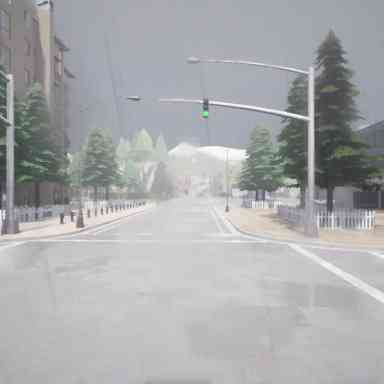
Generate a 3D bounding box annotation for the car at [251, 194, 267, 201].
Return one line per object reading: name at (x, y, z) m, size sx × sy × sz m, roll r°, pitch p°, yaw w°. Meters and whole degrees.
car at (15.768, 1.408, 78.591) m, size 1.845 × 1.501 × 3.633 m, roll 0°, pitch 0°, yaw 2°

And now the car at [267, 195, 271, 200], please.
car at (19.048, 1.419, 85.884) m, size 1.970 × 1.475 × 3.806 m, roll 0°, pitch 0°, yaw 2°
